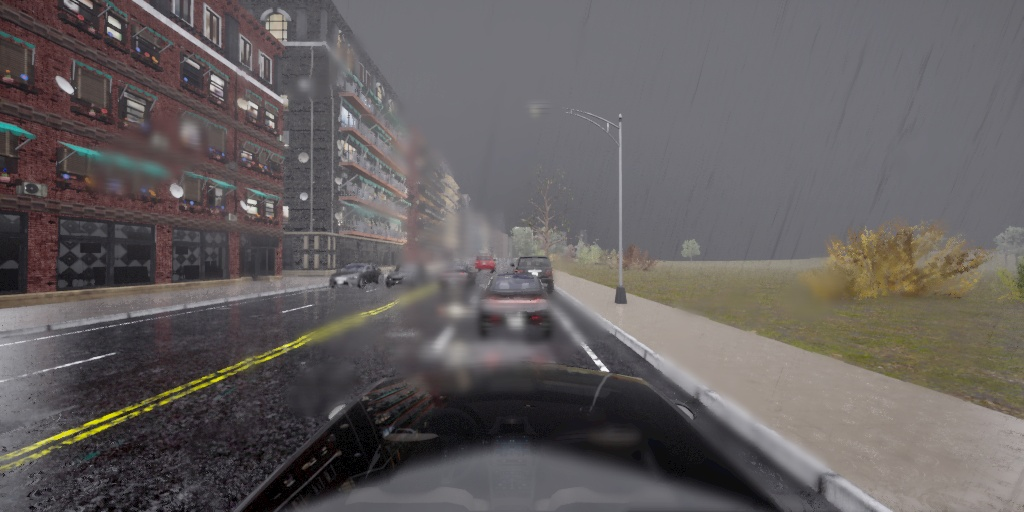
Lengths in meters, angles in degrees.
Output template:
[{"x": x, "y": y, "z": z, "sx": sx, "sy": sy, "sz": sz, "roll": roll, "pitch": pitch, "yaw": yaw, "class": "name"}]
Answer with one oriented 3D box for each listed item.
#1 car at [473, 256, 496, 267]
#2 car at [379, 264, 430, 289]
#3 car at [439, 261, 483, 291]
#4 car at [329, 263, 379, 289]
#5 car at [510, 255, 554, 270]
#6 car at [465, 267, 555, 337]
[{"x": -3.200, "y": 0.970, "z": 44.080, "sx": 2.150, "sy": 2.045, "sz": 5.566, "roll": 0, "pitch": 0, "yaw": 0, "class": "car"}, {"x": -6.627, "y": 1.257, "z": 23.211, "sx": 1.837, "sy": 1.490, "sz": 4.892, "roll": 0, "pitch": 0, "yaw": 0, "class": "car"}, {"x": -3.175, "y": 1.242, "z": 21.922, "sx": 2.128, "sy": 1.511, "sz": 4.902, "roll": 0, "pitch": 0, "yaw": 0, "class": "car"}, {"x": -9.876, "y": 1.243, "z": 23.067, "sx": 2.128, "sy": 1.511, "sz": 4.902, "roll": 0, "pitch": 0, "yaw": 0, "class": "car"}, {"x": 1.115, "y": 0.977, "z": 20.189, "sx": 2.150, "sy": 2.045, "sz": 5.566, "roll": 0, "pitch": 0, "yaw": 0, "class": "car"}, {"x": 0.090, "y": 1.243, "z": 10.318, "sx": 2.128, "sy": 1.511, "sz": 4.902, "roll": 0, "pitch": 0, "yaw": 0, "class": "car"}]
